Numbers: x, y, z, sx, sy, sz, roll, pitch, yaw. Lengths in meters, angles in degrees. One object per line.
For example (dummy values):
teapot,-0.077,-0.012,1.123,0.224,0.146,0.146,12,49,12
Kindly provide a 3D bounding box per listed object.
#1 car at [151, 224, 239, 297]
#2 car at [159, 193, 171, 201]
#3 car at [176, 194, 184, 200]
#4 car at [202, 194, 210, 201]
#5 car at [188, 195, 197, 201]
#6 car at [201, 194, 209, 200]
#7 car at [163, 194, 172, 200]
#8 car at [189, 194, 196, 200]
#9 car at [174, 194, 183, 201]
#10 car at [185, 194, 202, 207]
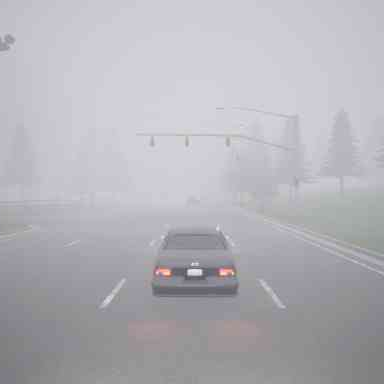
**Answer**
car,0.075,1.547,8.726,2.033,1.411,5.357,0,0,0
car,-6.913,1.217,83.446,2.150,2.045,5.566,0,0,0
car,-3.402,1.358,93.832,2.128,1.511,4.902,0,0,0
car,3.587,1.492,83.405,1.837,1.490,4.892,0,0,0
car,0.087,1.531,83.408,2.033,1.411,5.357,0,0,0
car,3.598,1.310,93.825,1.882,1.535,5.008,0,0,0
car,-6.902,1.385,93.836,1.994,1.385,4.181,0,0,0
car,0.098,1.310,93.828,1.882,1.535,5.008,0,0,0
car,-3.413,1.517,83.829,1.812,1.442,4.674,0,0,0
car,0.053,1.352,52.765,2.097,1.767,4.553,0,0,0
